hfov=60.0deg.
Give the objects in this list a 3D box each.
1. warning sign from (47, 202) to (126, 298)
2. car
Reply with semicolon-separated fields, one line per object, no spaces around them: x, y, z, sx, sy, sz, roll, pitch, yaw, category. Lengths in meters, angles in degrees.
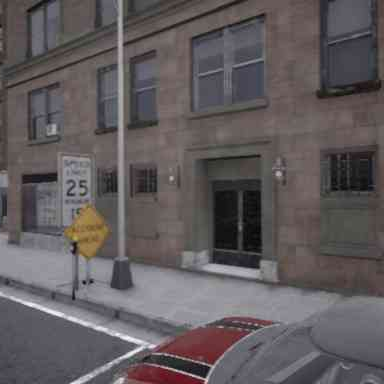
-2.332;1.176;7.453;1.060;1.860;1.300;-1;0;35;warning sign
1.160;1.441;2.019;4.097;1.590;1.967;-1;0;35;car
